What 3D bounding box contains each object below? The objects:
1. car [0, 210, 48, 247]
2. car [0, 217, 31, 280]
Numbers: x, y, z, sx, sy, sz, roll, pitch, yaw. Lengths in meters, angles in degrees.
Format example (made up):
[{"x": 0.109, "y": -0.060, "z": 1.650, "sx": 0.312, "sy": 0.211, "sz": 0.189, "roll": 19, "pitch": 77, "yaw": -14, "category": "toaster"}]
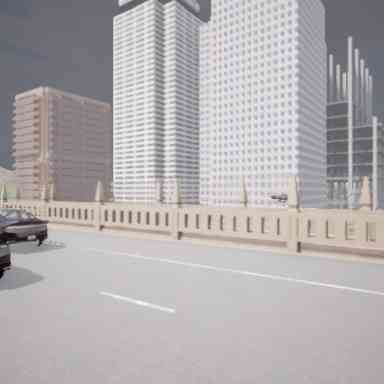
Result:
[{"x": -7.960, "y": 1.486, "z": 13.797, "sx": 4.902, "sy": 1.511, "sz": 2.128, "roll": 0, "pitch": 0, "yaw": 35, "category": "car"}, {"x": -6.577, "y": 1.489, "z": 8.564, "sx": 4.902, "sy": 1.511, "sz": 2.128, "roll": 0, "pitch": 0, "yaw": 35, "category": "car"}]
